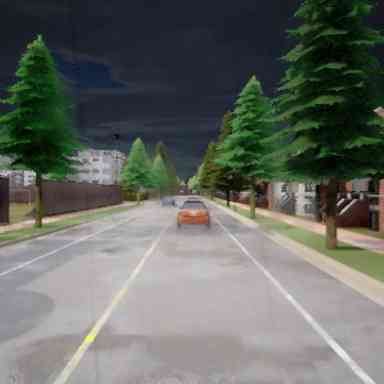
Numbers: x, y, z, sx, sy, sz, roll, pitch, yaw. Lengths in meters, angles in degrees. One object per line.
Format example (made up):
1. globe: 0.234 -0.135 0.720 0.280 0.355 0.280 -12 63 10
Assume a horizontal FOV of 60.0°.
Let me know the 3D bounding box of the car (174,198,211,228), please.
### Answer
1. car: 0.110 1.356 22.149 2.097 1.767 4.553 0 0 0

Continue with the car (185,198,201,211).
1. car: 0.114 1.512 41.626 1.837 1.490 4.892 0 0 0

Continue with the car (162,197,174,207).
1. car: -3.521 1.487 50.719 1.882 1.535 5.008 0 0 1
